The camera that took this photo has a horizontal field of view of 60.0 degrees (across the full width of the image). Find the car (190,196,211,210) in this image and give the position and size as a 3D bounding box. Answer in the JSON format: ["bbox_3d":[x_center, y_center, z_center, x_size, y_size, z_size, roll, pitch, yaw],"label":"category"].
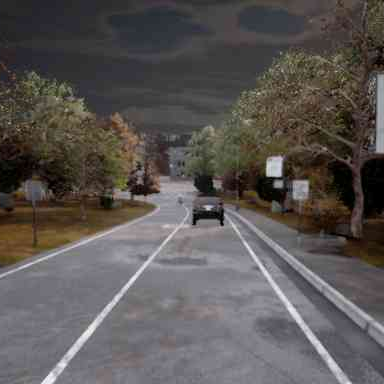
[{"bbox_3d":[1.008,1.371,42.454,2.128,1.511,4.902,0,1,-4],"label":"car"}]

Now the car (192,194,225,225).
[{"bbox_3d":[1.169,1.176,24.008,2.150,2.045,5.566,0,0,3],"label":"car"}]
